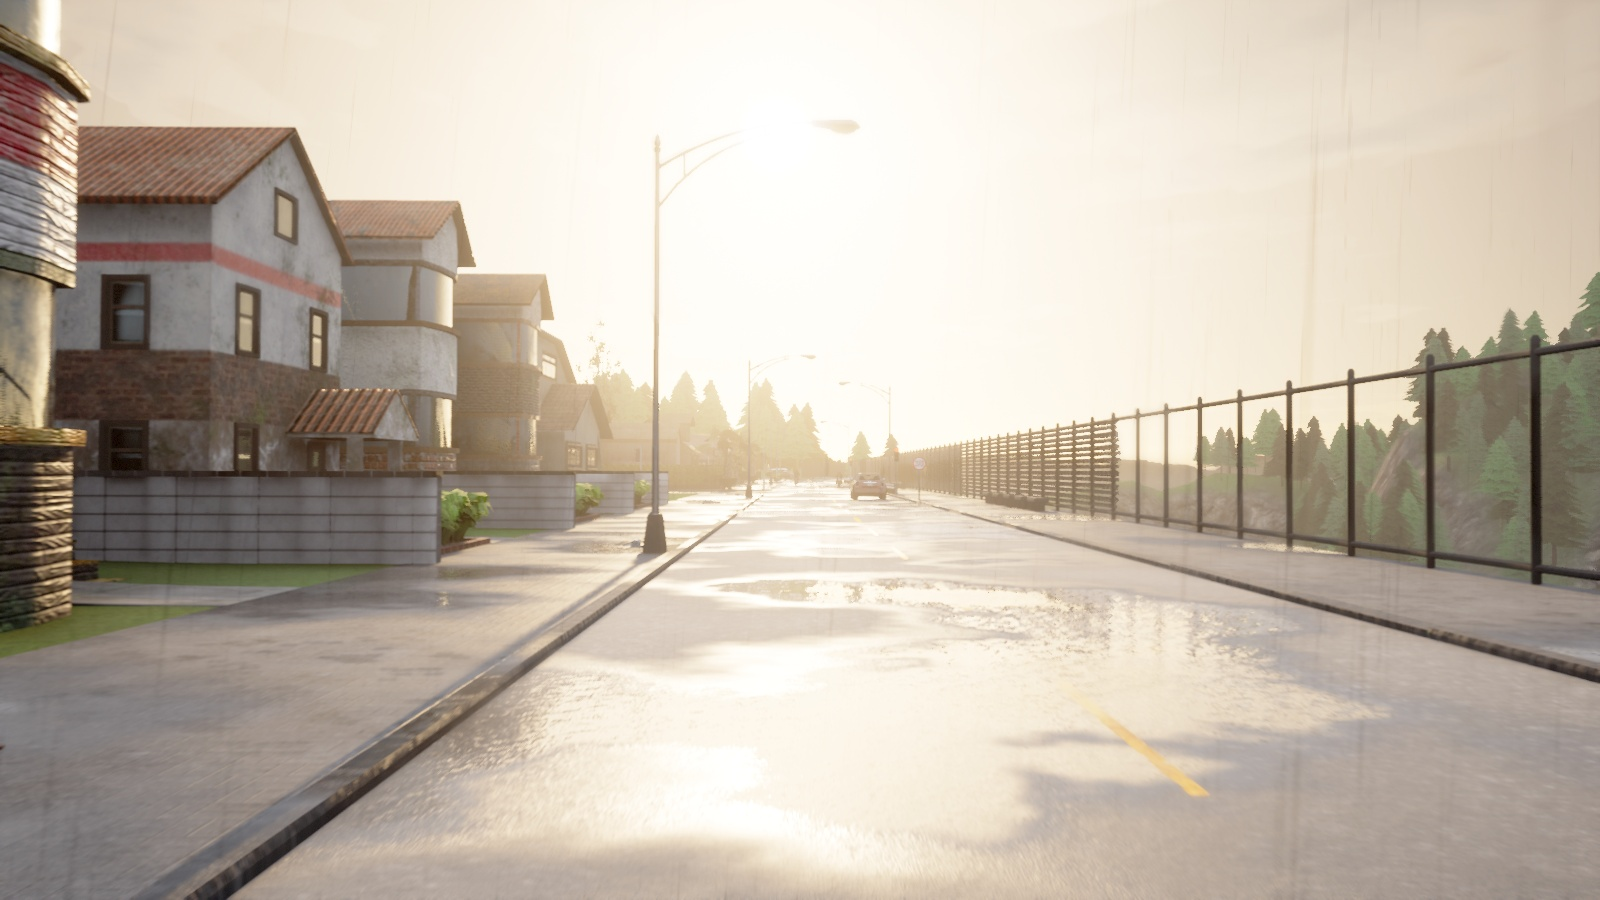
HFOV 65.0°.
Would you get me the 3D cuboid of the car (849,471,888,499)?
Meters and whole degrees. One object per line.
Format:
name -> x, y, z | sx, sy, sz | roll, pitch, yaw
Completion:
car -> 3.830, 1.942, 70.349 | 1.970, 1.475, 3.806 | 0, -1, 0
